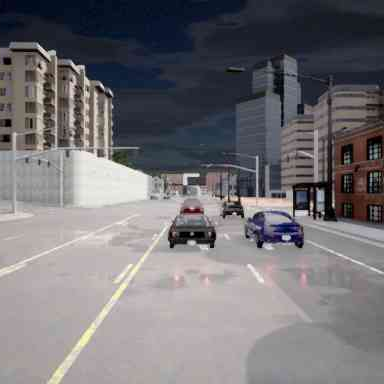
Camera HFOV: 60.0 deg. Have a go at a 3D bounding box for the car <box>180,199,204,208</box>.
[{"bbox_3d":[0.000,1.365,29.620,2.097,1.767,4.553,0,0,0],"label":"car"}]

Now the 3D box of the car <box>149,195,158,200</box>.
[{"bbox_3d":[-10.500,1.539,91.494,1.994,1.385,4.181,0,0,0],"label":"car"}]

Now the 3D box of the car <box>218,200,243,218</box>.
[{"bbox_3d":[3.500,1.515,29.650,1.837,1.490,4.892,0,0,0],"label":"car"}]

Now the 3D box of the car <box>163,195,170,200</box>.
[{"bbox_3d":[-7.000,1.464,91.494,1.882,1.535,5.008,0,0,0],"label":"car"}]

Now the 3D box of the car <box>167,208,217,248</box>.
[{"bbox_3d":[0.000,1.615,14.680,1.895,1.301,4.718,0,0,0],"label":"car"}]

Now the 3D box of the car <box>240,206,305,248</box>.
[{"bbox_3d":[3.500,1.532,14.650,1.812,1.442,4.674,0,0,0],"label":"car"}]
